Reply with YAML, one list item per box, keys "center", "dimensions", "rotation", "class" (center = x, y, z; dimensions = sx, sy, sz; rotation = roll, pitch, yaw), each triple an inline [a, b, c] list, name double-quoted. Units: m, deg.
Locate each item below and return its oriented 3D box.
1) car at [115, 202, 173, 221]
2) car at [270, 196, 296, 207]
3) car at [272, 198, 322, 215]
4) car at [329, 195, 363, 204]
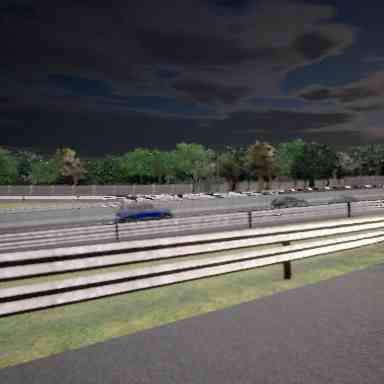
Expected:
- center: [-4.537, 1.982, 31.454]
  dimensions: [5.566, 2.045, 2.150]
  rotation: [-3, 2, -22]
  class: "car"
- center: [12.232, 1.278, 41.986]
  dimensions: [4.892, 1.490, 1.837]
  rotation: [-3, 2, -22]
  class: "car"
- center: [10.942, 1.654, 33.920]
  dimensions: [4.718, 1.301, 1.895]
  rotation: [-3, 2, -22]
  class: "car"
- center: [19.052, 1.058, 40.959]
  dimensions: [4.181, 1.385, 1.994]
  rotation: [-3, 2, -22]
  class: "car"
